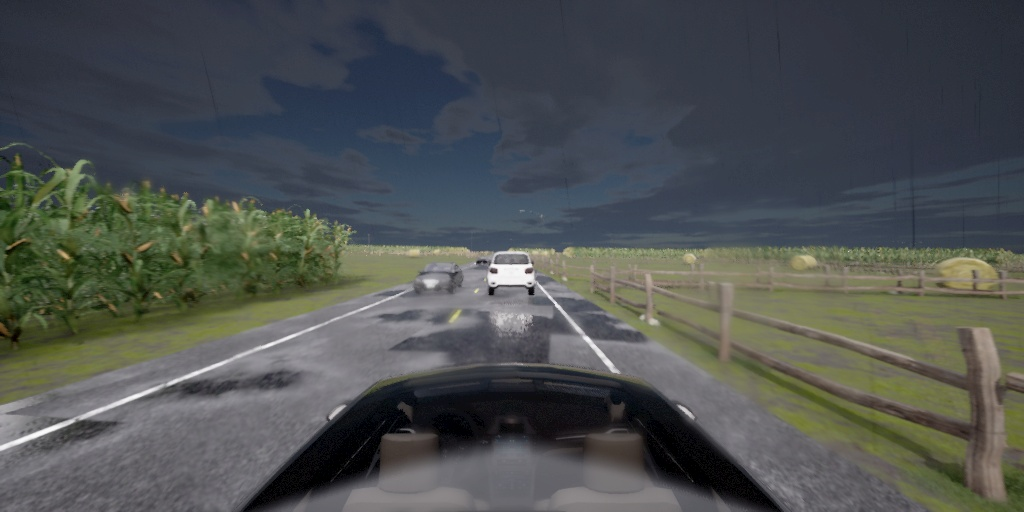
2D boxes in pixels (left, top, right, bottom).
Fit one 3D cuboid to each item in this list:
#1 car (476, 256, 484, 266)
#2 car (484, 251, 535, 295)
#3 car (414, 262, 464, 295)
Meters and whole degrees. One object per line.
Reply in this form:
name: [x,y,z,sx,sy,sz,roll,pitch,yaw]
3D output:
car: [-4.329,0.724,53.328,1.895,1.301,4.718,0,1,-1]
car: [-0.034,0.779,18.309,2.150,2.045,5.566,0,1,0]
car: [-3.616,1.051,18.421,2.128,1.511,4.902,0,1,0]
